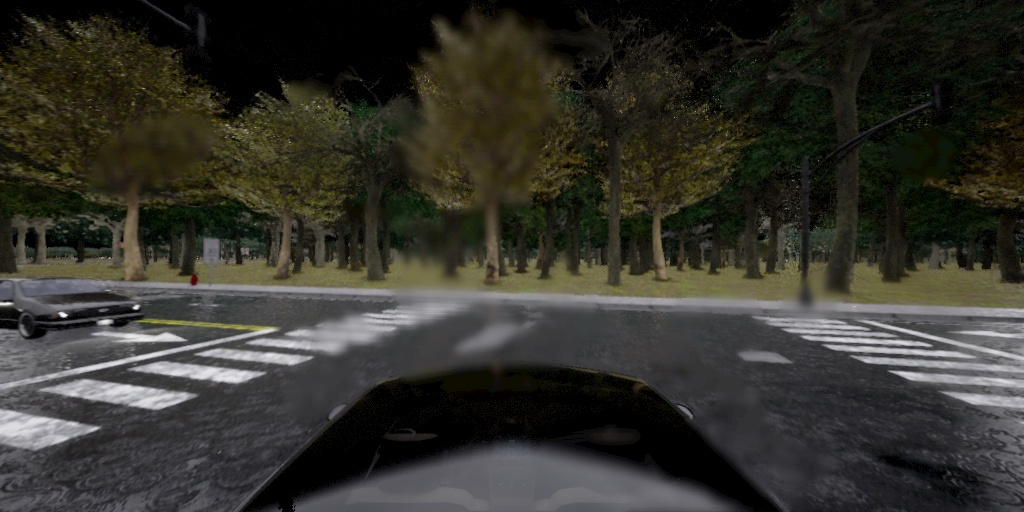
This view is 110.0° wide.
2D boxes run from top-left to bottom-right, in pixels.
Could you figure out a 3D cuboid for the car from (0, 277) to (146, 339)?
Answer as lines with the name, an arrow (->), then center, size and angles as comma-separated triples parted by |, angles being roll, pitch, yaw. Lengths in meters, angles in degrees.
car -> -12.851, 1.279, 9.762 | 5.357, 1.411, 2.033 | 0, -1, 15
